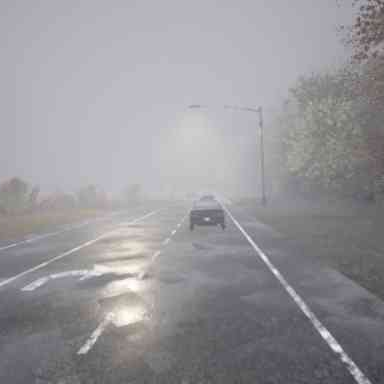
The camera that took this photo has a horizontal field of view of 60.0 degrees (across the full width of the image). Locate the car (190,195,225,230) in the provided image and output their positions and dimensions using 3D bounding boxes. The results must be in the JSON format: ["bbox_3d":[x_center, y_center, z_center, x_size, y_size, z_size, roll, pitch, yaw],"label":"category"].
[{"bbox_3d":[0.886,1.203,19.362,1.882,1.535,5.008,-2,1,3],"label":"car"}]

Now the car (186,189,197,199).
[{"bbox_3d":[-0.096,0.318,72.275,2.150,2.045,5.566,-2,1,3],"label":"car"}]

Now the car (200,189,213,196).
[{"bbox_3d":[2.133,0.825,45.420,1.882,1.535,5.008,-2,1,3],"label":"car"}]
